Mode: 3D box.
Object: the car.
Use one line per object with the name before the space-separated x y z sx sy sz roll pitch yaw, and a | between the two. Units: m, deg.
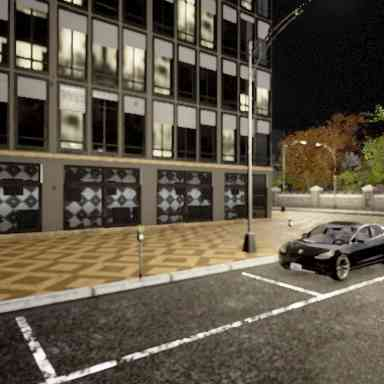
car | 4.459 1.557 9.837 4.313 1.339 1.947 0 0 -36
